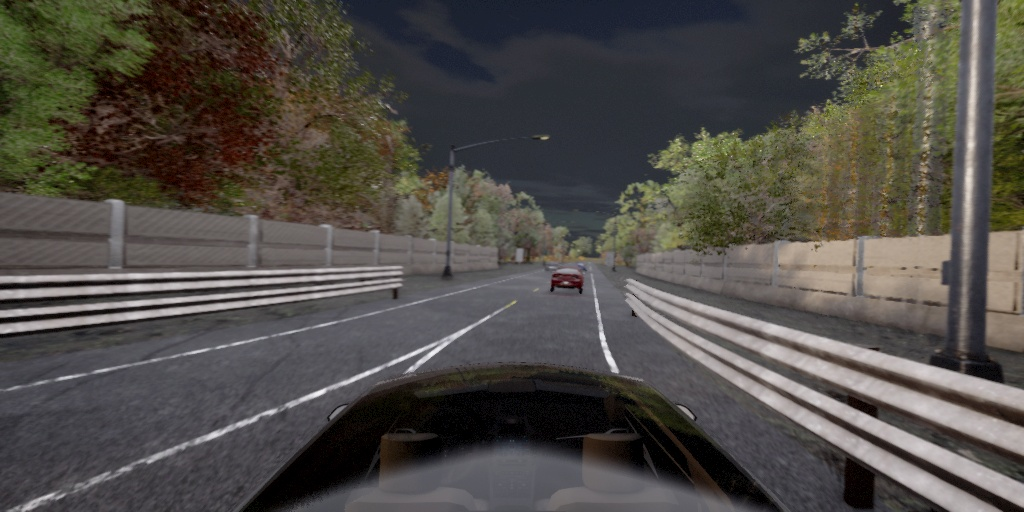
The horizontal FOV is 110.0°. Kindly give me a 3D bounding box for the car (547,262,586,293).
[{"bbox_3d":[3.574,1.389,22.801,1.882,1.535,5.008,2,0,12],"label":"car"}]

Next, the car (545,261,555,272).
[{"bbox_3d":[5.837,1.502,50.831,2.128,1.511,4.902,3,0,13],"label":"car"}]
